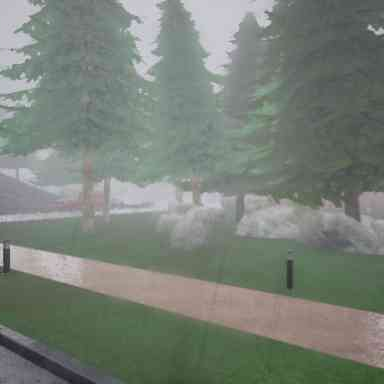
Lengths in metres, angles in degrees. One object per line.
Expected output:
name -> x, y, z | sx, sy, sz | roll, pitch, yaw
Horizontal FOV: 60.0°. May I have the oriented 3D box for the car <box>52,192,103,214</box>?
car -> -11.322, 1.045, 33.780 | 2.150, 2.045, 5.566 | 0, 0, 36
